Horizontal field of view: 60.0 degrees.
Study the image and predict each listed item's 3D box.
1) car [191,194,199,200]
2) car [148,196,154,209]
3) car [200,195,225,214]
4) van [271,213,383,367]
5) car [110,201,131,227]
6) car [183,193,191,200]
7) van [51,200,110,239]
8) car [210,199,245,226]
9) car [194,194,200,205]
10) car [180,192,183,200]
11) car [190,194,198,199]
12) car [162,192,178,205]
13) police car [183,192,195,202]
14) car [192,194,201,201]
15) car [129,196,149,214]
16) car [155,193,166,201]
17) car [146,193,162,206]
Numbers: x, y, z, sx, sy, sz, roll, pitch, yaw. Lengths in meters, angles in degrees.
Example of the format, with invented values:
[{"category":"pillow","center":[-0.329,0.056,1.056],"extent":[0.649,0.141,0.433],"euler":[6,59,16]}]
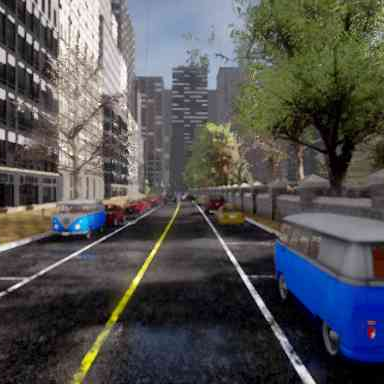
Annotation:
[{"category":"car","center":[0.843,1.271,83.261],"extent":[1.802,1.307,4.206],"euler":[0,0,-2]},{"category":"car","center":[-5.827,1.450,38.741],"extent":[1.802,1.307,4.206],"euler":[0,0,-1]},{"category":"car","center":[2.298,1.202,33.349],"extent":[2.192,1.841,5.009],"euler":[0,0,-1]},{"category":"van","center":[2.559,1.323,5.620],"extent":[1.690,1.788,3.998],"euler":[0,0,0]},{"category":"car","center":[-5.574,1.473,22.097],"extent":[1.887,1.381,4.507],"euler":[0,0,-1]},{"category":"car","center":[-1.262,1.133,86.233],"extent":[1.801,1.575,5.366],"euler":[0,0,3]},{"category":"van","center":[-5.522,1.288,16.550],"extent":[1.690,1.788,3.998],"euler":[0,0,0]},{"category":"car","center":[2.449,1.451,22.424],"extent":[1.752,1.417,4.829],"euler":[0,0,-1]},{"category":"car","center":[1.795,1.328,55.705],"extent":[1.752,1.417,4.829],"euler":[0,0,-2]},{"category":"car","center":[-1.240,1.230,79.800],"extent":[1.812,1.442,4.674],"euler":[0,0,-15]},{"category":"car","center":[0.635,1.231,88.807],"extent":[1.947,1.339,4.313],"euler":[0,0,-2]},{"category":"car","center":[-3.602,1.020,56.241],"extent":[2.150,2.045,5.566],"euler":[0,0,-1]},{"category":"police car","center":[-0.409,1.170,70.136],"extent":[1.930,1.638,5.238],"euler":[0,0,-2]},{"category":"car","center":[1.051,1.263,77.715],"extent":[2.008,1.369,4.403],"euler":[0,0,-2]},{"category":"car","center":[-5.725,1.433,33.192],"extent":[1.887,1.381,4.507],"euler":[0,0,-1]},{"category":"car","center":[-6.768,1.053,72.017],"extent":[2.192,1.841,5.009],"euler":[0,0,-2]},{"category":"car","center":[-6.075,1.142,49.832],"extent":[2.192,1.841,5.009],"euler":[0,0,-1]}]
